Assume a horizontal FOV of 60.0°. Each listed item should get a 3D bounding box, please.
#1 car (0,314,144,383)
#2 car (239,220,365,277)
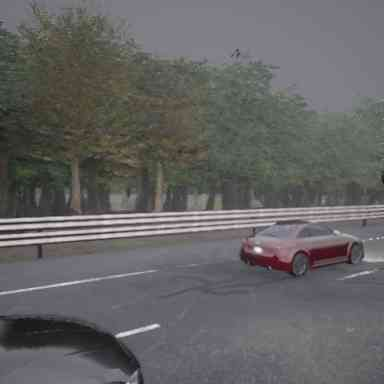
[{"bbox_3d":[-2.604,1.484,1.851,4.902,1.511,2.128,0,0,-36],"label":"car"},{"bbox_3d":[3.492,1.585,10.360,4.181,1.385,1.994,0,0,-34],"label":"car"}]
